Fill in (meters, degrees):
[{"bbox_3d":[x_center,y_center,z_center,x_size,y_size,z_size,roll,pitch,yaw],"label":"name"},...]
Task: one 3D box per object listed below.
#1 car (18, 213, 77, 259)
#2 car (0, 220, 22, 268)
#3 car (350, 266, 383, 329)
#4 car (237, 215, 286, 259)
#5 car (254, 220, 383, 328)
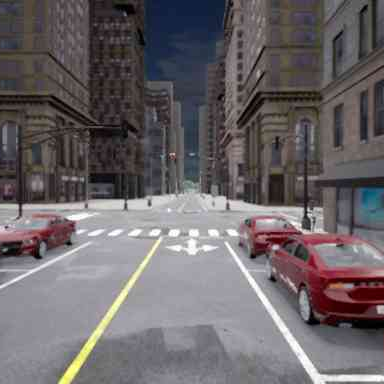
[{"bbox_3d":[-5.772,1.536,12.486,1.887,1.381,4.507,-1,0,0],"label":"car"},{"bbox_3d":[-5.772,1.546,6.981,2.008,1.369,4.403,-1,0,0],"label":"car"},{"bbox_3d":[2.753,1.544,1.475,1.887,1.381,4.507,-1,0,0],"label":"car"},{"bbox_3d":[2.753,1.536,12.486,1.887,1.381,4.507,-1,0,0],"label":"car"},{"bbox_3d":[2.753,1.540,6.980,1.887,1.381,4.507,-1,0,0],"label":"car"}]
